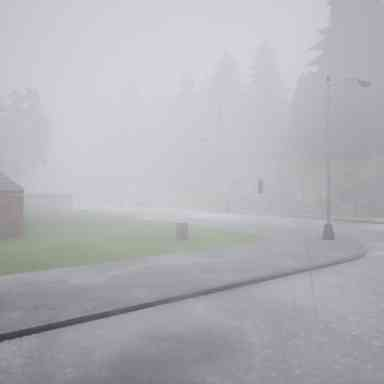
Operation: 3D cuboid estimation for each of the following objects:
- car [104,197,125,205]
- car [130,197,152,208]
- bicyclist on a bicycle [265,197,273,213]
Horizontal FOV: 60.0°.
[{"bbox_3d":[-13.313,1.547,57.157,2.033,1.411,5.357,0,0,-35],"label":"car"},{"bbox_3d":[-7.566,1.526,49.157,1.812,1.442,4.674,0,0,-35],"label":"car"},{"bbox_3d":[7.935,1.349,34.655,1.656,1.620,0.582,0,0,-36],"label":"bicyclist on a bicycle"}]
